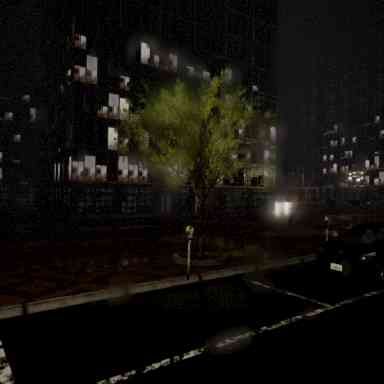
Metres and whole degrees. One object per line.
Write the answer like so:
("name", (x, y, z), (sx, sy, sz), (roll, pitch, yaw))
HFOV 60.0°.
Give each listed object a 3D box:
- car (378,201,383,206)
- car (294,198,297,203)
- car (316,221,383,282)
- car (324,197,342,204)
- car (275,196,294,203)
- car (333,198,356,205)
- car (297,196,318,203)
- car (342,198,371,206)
("car", (36.965, 1.893, 62.172), (1.752, 1.417, 4.829), (1, -1, -20))
("car", (27.392, 2.127, 88.274), (1.802, 1.307, 4.206), (1, -1, -20))
("car", (5.555, 1.574, 9.817), (4.313, 1.339, 1.947), (0, 1, -34))
("car", (27.708, 1.692, 64.537), (1.967, 1.590, 4.097), (1, -1, -20))
("car", (21.931, 1.798, 80.287), (1.967, 1.590, 4.097), (1, -1, -20))
("car", (33.171, 1.989, 72.517), (2.008, 1.369, 4.403), (1, -1, -20))
("car", (29.322, 1.824, 83.025), (2.192, 1.841, 5.009), (1, -1, -20))
("car", (29.631, 1.767, 59.286), (2.008, 1.369, 4.403), (1, -1, -20))
